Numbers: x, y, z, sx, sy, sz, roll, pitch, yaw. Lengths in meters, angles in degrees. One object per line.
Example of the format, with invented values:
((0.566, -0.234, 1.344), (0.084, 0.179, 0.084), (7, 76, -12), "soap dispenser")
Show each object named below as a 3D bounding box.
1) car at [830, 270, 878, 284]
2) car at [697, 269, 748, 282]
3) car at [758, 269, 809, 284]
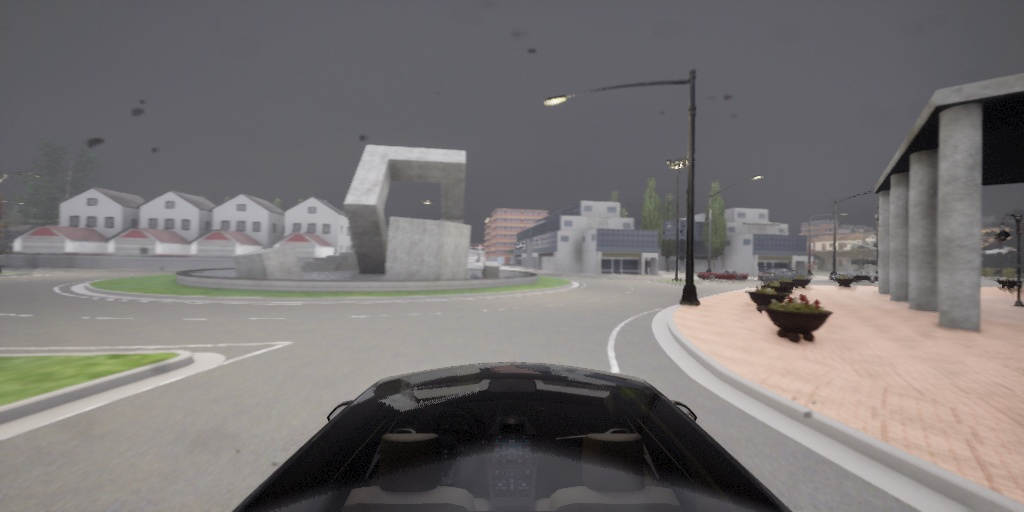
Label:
((38.792, 2.310, 40.680), (4.902, 1.511, 2.128), (1, -1, -8), "car")
((22.724, 2.103, 38.869), (4.718, 1.301, 1.895), (1, 0, -1), "car")
((26.494, 2.029, 34.905), (4.902, 1.511, 2.128), (1, -1, -14), "car")
